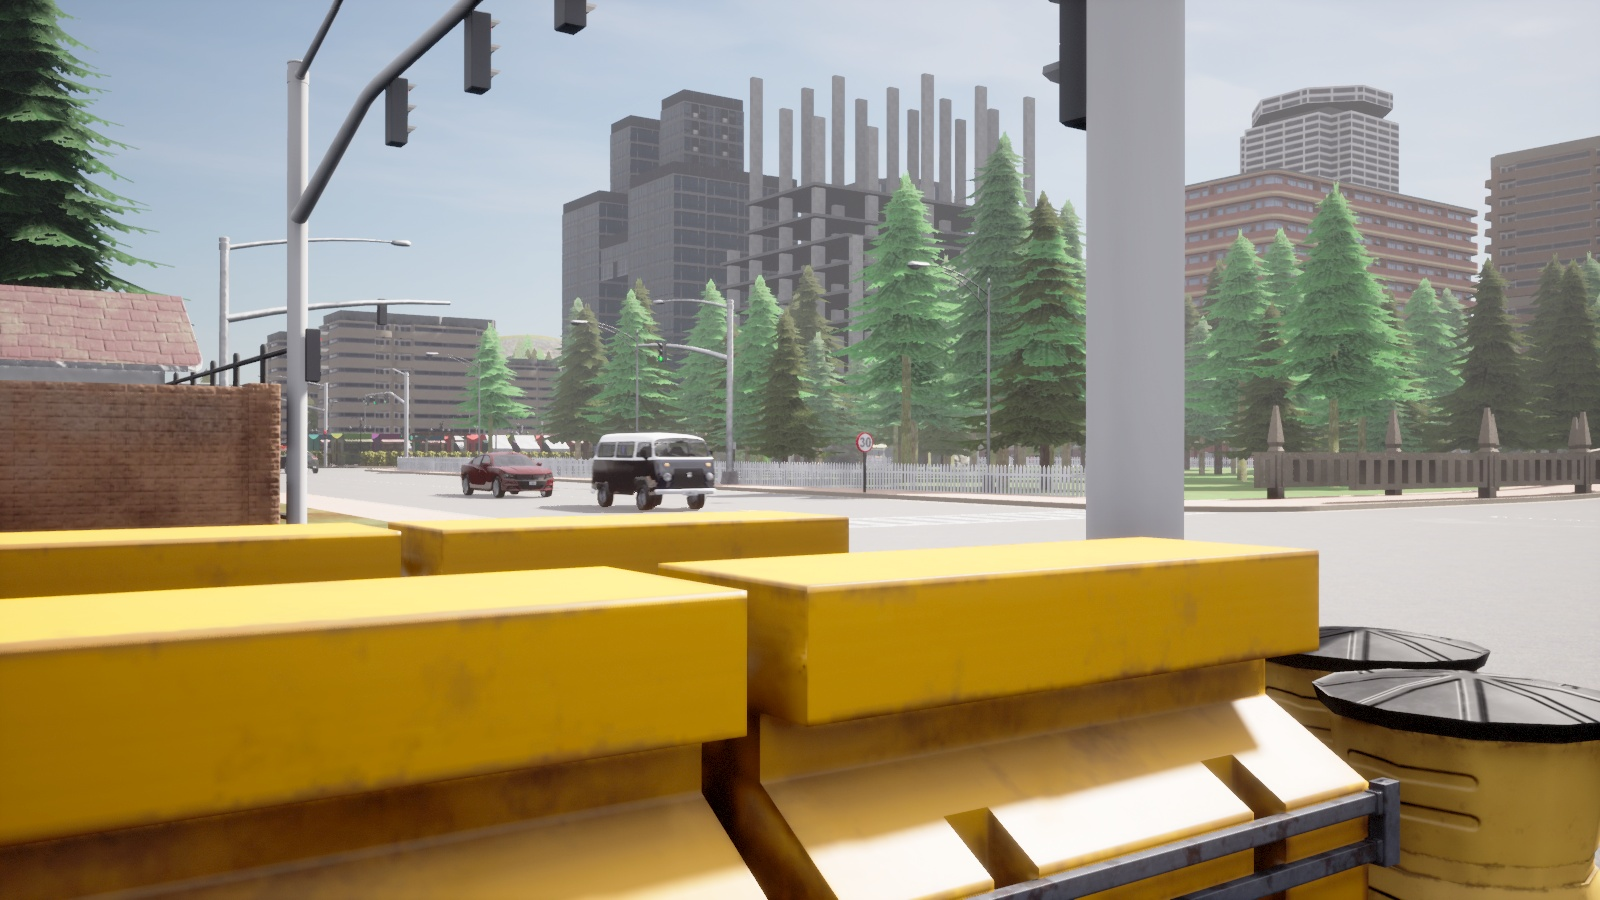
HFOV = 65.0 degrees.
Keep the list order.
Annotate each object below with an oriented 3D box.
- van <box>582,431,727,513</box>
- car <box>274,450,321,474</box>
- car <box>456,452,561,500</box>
[{"bbox_3d":[-3.959,0.562,33.516,2.069,2.038,4.480,0,-1,-33],"label":"van"},{"bbox_3d":[-35.247,0.813,88.001,2.152,1.651,5.027,0,0,-33],"label":"car"},{"bbox_3d":[-10.018,0.848,42.824,1.882,1.535,5.008,0,0,-33],"label":"car"}]
